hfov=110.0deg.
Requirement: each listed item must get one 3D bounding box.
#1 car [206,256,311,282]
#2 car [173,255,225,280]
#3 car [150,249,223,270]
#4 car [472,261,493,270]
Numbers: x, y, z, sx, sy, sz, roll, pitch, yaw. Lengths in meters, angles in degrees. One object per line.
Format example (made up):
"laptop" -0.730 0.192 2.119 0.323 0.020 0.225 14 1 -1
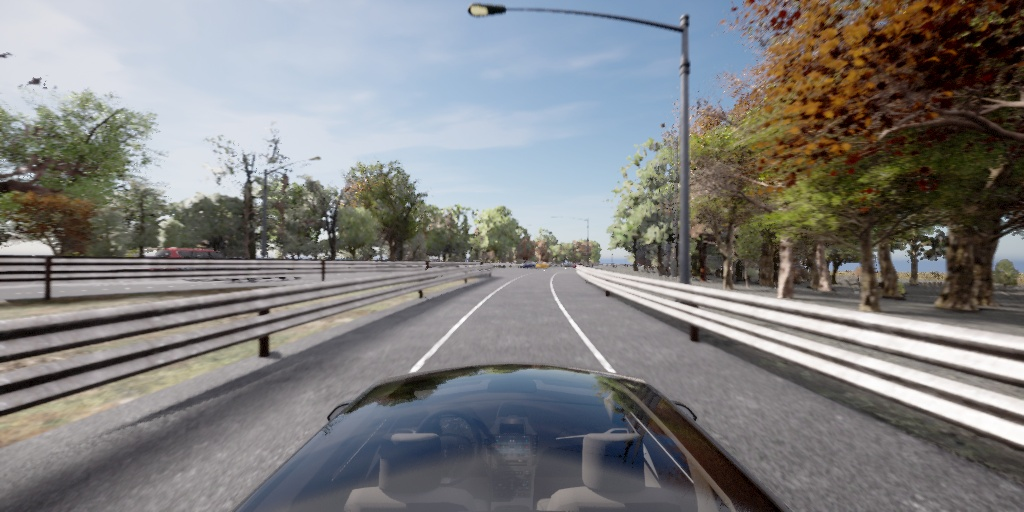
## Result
"car" -15.928 0.890 23.234 2.033 1.411 5.357 0 -1 22
"car" -19.153 0.883 24.593 2.033 1.411 5.357 0 -1 22
"car" -22.346 0.546 26.011 2.150 2.045 5.566 0 -1 22
"car" -4.898 1.613 59.517 1.882 1.535 5.008 0 -1 22
